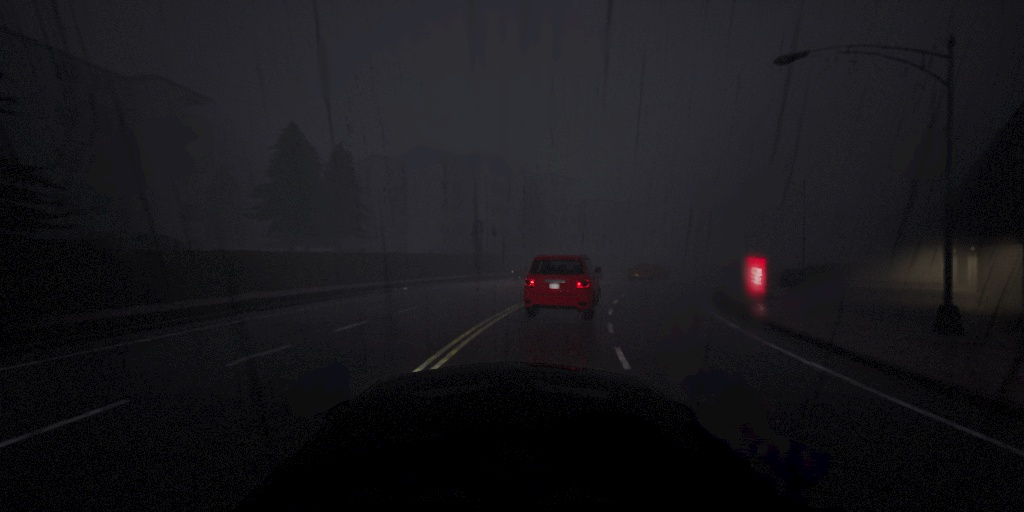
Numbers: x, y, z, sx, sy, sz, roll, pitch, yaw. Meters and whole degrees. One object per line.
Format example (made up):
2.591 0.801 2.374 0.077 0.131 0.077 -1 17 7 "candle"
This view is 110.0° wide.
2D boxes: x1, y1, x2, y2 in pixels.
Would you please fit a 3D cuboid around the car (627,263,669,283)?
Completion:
11.096 1.275 29.008 1.882 1.535 5.008 0 0 42 "car"

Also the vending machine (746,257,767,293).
13.248 1.036 19.409 1.100 2.100 0.880 0 0 33 "vending machine"

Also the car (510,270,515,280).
1.870 1.307 28.954 1.895 1.301 4.718 1 0 35 "car"

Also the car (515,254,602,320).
1.969 0.966 12.988 2.150 2.045 5.566 0 0 16 "car"
